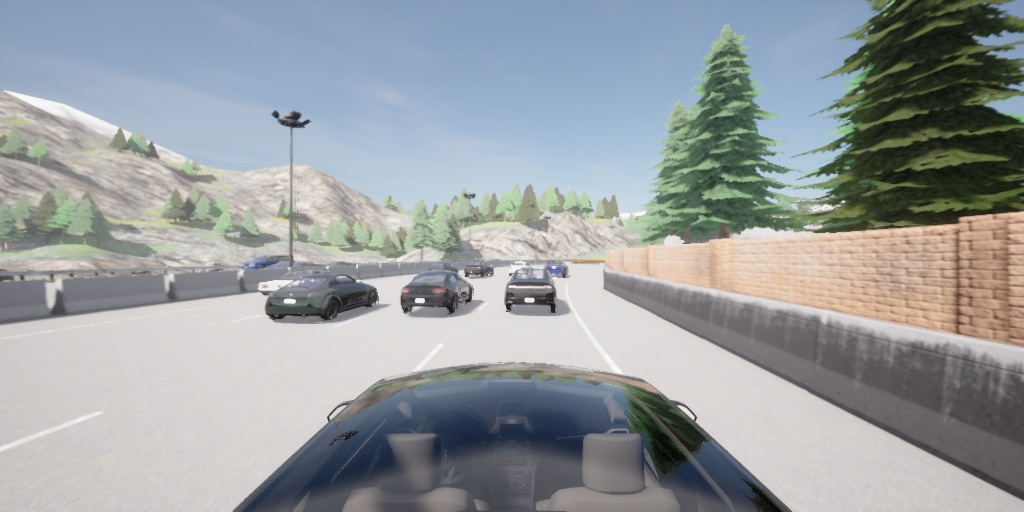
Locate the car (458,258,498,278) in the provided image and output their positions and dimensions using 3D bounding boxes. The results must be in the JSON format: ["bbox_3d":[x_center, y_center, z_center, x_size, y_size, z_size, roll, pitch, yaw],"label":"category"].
[{"bbox_3d":[-3.069,1.234,34.245,2.128,1.511,4.902,0,0,13],"label":"car"}]

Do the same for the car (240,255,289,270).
[{"bbox_3d":[-27.077,0.895,40.030,2.150,2.045,5.566,0,0,13],"label":"car"}]

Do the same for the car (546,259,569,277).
[{"bbox_3d":[4.395,1.116,35.374,2.097,1.767,4.553,0,0,14],"label":"car"}]

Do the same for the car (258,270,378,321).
[{"bbox_3d":[-6.365,1.296,12.495,1.994,1.385,4.181,0,0,4],"label":"car"}]

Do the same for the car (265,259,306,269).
[{"bbox_3d":[-20.958,1.237,35.371,2.033,1.411,5.357,0,0,12],"label":"car"}]

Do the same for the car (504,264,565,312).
[{"bbox_3d":[0.799,1.244,14.258,2.128,1.511,4.902,0,0,5],"label":"car"}]

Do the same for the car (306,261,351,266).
[{"bbox_3d":[-17.378,1.226,35.180,1.812,1.442,4.674,0,0,12],"label":"car"}]

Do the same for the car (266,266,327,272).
[{"bbox_3d":[-9.474,1.323,17.212,1.895,1.301,4.718,0,0,6],"label":"car"}]

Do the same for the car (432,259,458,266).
[{"bbox_3d":[-6.661,1.296,34.199,1.994,1.385,4.181,0,0,12],"label":"car"}]

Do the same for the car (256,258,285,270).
[{"bbox_3d":[-23.936,1.206,37.970,1.812,1.442,4.674,0,0,13],"label":"car"}]

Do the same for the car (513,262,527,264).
[{"bbox_3d":[0.926,1.280,36.023,1.812,1.442,4.674,0,0,13],"label":"car"}]

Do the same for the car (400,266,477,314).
[{"bbox_3d":[-2.761,1.268,13.783,1.812,1.442,4.674,0,0,5],"label":"car"}]
